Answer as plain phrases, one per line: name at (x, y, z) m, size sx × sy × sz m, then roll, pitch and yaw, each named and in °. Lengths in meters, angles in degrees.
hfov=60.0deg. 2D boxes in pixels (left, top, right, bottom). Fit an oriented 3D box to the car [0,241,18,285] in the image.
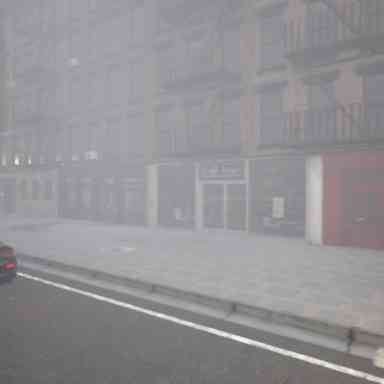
car at (-5.971, 1.446, 7.934) m, size 4.674 × 1.442 × 1.812 m, roll 1°, pitch 0°, yaw 35°
